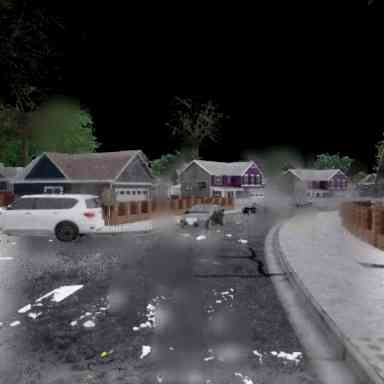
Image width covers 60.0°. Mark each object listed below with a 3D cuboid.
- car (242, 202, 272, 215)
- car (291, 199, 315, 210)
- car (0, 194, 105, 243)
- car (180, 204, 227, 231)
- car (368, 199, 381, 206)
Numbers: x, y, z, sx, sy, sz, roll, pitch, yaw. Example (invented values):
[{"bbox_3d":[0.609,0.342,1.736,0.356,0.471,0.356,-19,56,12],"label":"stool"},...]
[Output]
[{"bbox_3d":[6.826,1.710,34.793,1.895,1.301,4.718,0,0,30],"label":"car"},{"bbox_3d":[15.899,1.700,47.702,1.882,1.535,5.008,0,0,42],"label":"car"},{"bbox_3d":[-6.822,1.095,15.067,5.566,2.045,2.150,1,1,0],"label":"car"},{"bbox_3d":[0.829,1.522,21.233,2.128,1.511,4.902,0,0,22],"label":"car"},{"bbox_3d":[34.740,2.019,63.330,4.181,1.385,1.994,1,0,-33],"label":"car"}]
